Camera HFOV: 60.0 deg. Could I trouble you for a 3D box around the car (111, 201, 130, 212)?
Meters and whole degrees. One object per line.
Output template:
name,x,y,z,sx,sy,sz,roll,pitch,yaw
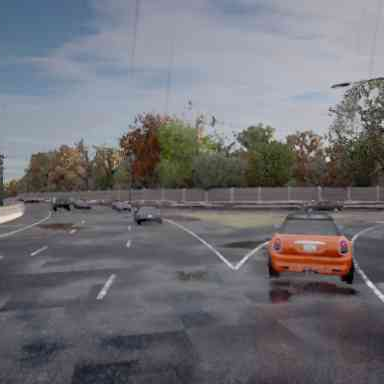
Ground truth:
car,-9.575,1.939,44.940,2.033,1.411,5.357,0,-1,-24

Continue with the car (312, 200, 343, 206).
car,15.588,1.744,40.059,4.892,1.490,1.837,0,0,6

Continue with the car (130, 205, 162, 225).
car,-3.631,1.788,26.782,1.994,1.385,4.181,0,-1,-14

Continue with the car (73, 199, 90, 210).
car,-17.611,2.054,53.043,1.994,1.385,4.181,0,-1,-29

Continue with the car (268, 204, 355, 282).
car,3.587,1.417,10.279,2.097,1.767,4.553,0,0,18

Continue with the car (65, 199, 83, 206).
car,-24.927,2.182,70.305,2.128,1.511,4.902,0,-1,-39

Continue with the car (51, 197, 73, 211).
car,-19.601,1.693,49.515,2.150,2.045,5.566,0,-1,-28
